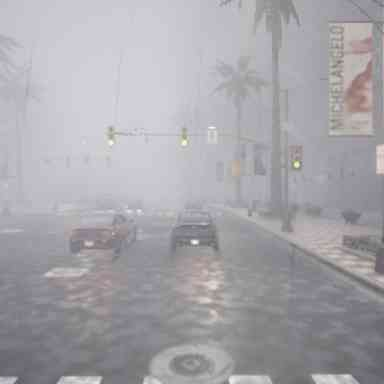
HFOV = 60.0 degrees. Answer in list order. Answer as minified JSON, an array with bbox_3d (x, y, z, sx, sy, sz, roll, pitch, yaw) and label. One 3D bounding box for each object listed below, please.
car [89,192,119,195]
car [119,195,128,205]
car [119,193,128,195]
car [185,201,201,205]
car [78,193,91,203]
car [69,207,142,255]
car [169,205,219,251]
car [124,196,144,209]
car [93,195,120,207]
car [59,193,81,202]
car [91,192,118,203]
[{"bbox_3d":[-19.159,1.262,72.082,5.566,2.045,2.150,0,0,35],"label":"car"},{"bbox_3d":[-11.433,1.631,58.183,1.895,1.301,4.718,0,0,-28],"label":"car"},{"bbox_3d":[-16.526,1.263,74.483,5.566,2.045,2.150,0,0,35],"label":"car"},{"bbox_3d":[0.094,1.620,37.975,1.895,1.301,4.718,0,0,0],"label":"car"},{"bbox_3d":[-20.915,1.558,69.026,4.674,1.442,1.812,0,0,38],"label":"car"},{"bbox_3d":[-3.395,1.533,13.294,1.812,1.442,4.674,0,0,0],"label":"car"},{"bbox_3d":[0.105,1.512,14.189,1.837,1.490,4.892,0,0,0],"label":"car"},{"bbox_3d":[-7.368,1.570,44.178,2.033,1.411,5.357,0,0,-4],"label":"car"},{"bbox_3d":[-10.828,1.527,42.586,1.837,1.490,4.892,0,0,-3],"label":"car"},{"bbox_3d":[-28.436,1.576,77.326,4.718,1.301,1.895,0,0,22],"label":"car"},{"bbox_3d":[-15.331,1.253,58.114,2.150,2.045,5.566,0,0,-33],"label":"car"}]
